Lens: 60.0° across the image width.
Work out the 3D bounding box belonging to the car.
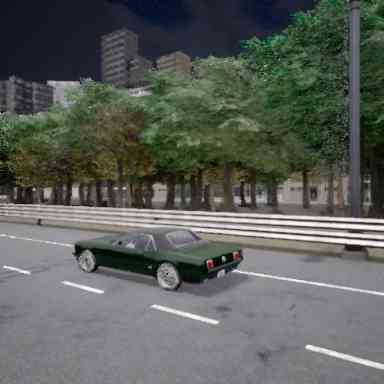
[{"bbox_3d":[-1.134,1.602,8.978,4.718,1.301,1.895,0,0,35],"label":"car"}]
